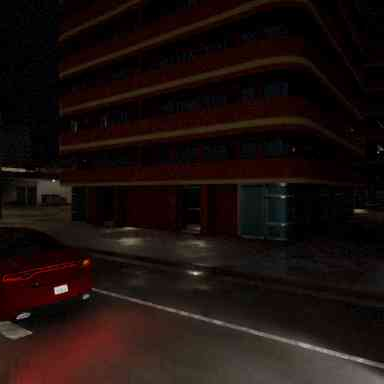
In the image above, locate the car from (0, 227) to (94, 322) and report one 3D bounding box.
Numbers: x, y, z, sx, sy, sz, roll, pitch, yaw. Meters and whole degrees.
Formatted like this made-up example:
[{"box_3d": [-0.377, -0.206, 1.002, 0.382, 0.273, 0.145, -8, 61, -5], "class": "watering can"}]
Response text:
[{"box_3d": [-4.207, 1.478, 6.996, 5.008, 1.535, 1.882, 0, 0, 35], "class": "car"}]
